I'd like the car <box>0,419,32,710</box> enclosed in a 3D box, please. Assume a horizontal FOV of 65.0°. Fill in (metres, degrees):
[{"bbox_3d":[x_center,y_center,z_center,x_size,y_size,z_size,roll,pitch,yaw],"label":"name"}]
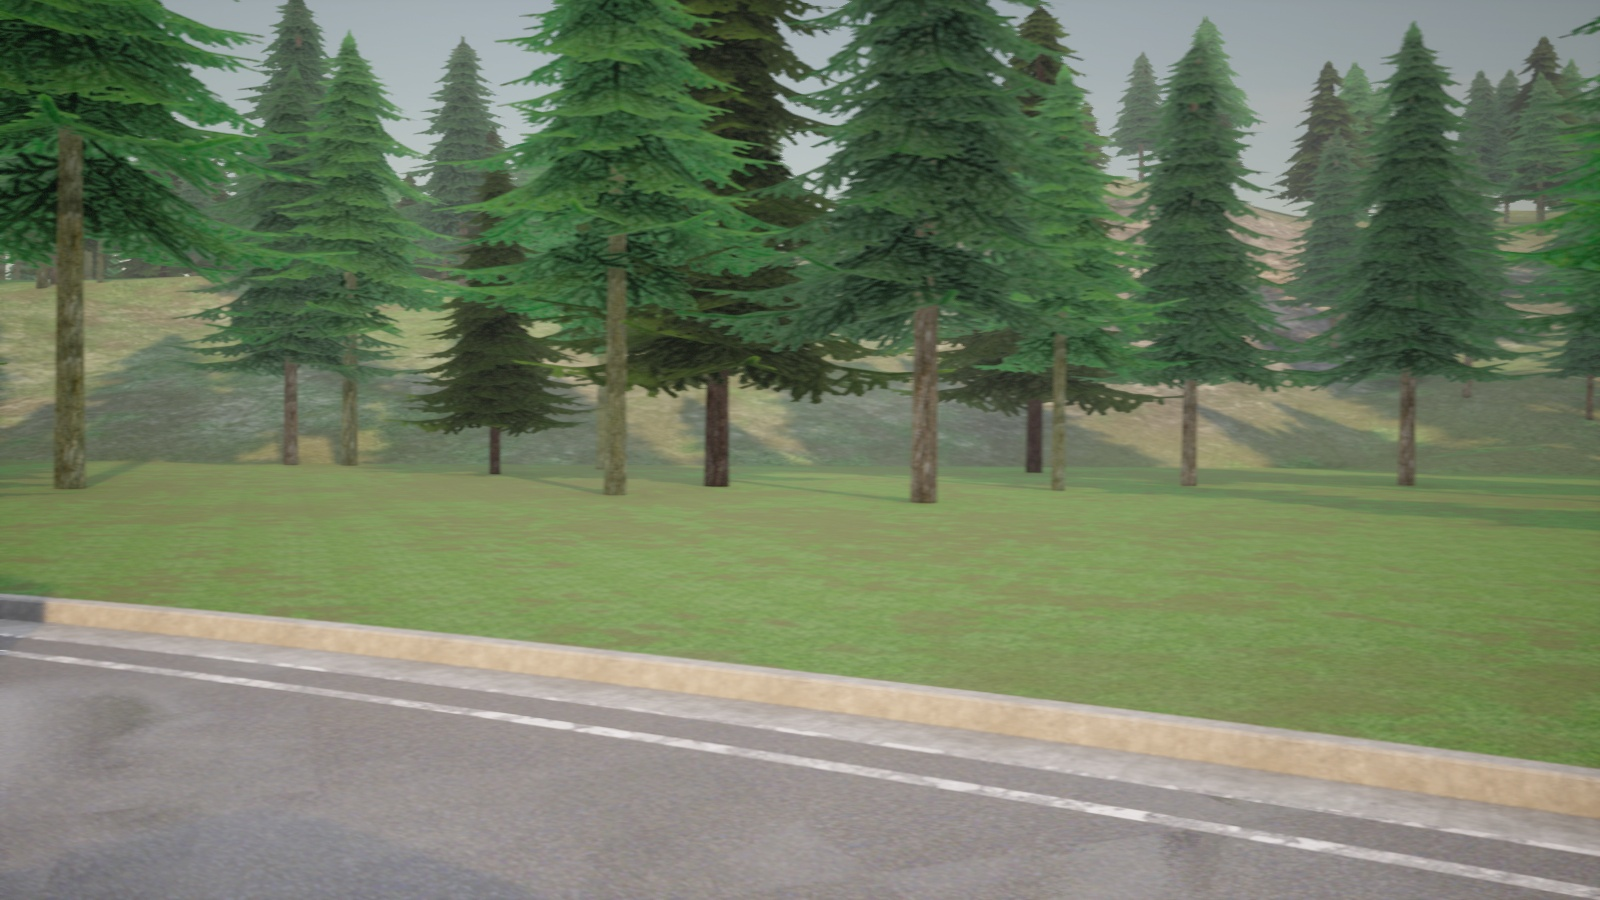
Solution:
[{"bbox_3d":[-6.592,0.613,6.640,4.514,1.525,2.007,0,1,22],"label":"car"}]
